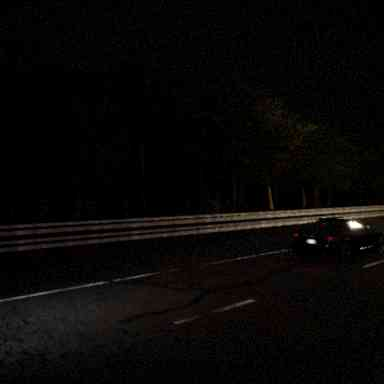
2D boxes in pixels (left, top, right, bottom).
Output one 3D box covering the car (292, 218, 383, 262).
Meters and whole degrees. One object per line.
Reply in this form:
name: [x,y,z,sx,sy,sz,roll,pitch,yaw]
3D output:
car: [5.725,1.706,12.864,4.181,1.385,1.994,0,-1,-39]
